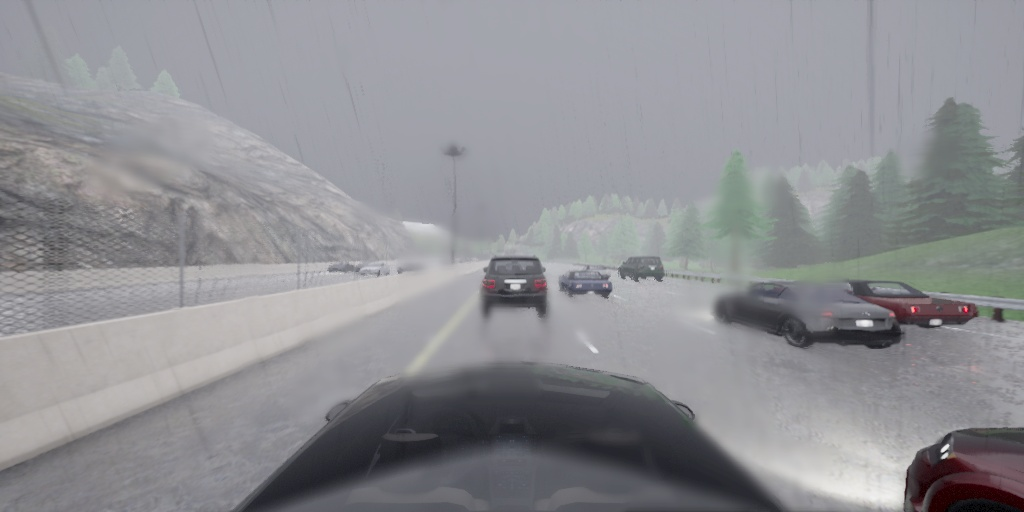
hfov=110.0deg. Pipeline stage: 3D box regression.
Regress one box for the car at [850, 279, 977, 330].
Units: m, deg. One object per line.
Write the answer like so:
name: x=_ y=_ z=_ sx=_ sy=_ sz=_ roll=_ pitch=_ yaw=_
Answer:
car: x=10.600 y=1.372 z=11.190 sx=1.895 sy=1.301 sz=4.718 roll=0 pitch=0 yaw=0

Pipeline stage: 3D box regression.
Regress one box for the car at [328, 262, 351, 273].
car: x=-21.075 y=1.410 z=44.627 sx=1.994 sy=1.385 sz=4.181 roll=0 pitch=0 yaw=0

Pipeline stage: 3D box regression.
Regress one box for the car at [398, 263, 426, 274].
car: x=-10.593 y=1.432 z=38.192 sx=1.895 sy=1.301 sz=4.718 roll=0 pitch=0 yaw=0

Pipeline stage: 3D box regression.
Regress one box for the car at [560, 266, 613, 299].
car: x=3.601 y=1.388 z=18.378 sx=1.895 sy=1.301 sz=4.718 roll=0 pitch=0 yaw=0

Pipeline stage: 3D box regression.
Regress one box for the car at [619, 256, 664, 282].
car: x=10.600 y=1.034 z=29.704 sx=2.150 sy=2.045 sz=5.566 roll=0 pitch=0 yaw=0

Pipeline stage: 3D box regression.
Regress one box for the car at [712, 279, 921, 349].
car: x=7.101 y=1.331 z=9.231 sx=1.994 sy=1.385 sz=4.181 roll=0 pitch=0 yaw=0

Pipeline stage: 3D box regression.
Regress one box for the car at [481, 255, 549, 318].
car: x=0.101 y=0.998 z=13.256 sx=2.150 sy=2.045 sz=5.566 roll=0 pitch=0 yaw=0

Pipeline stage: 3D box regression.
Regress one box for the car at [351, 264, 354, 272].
car: x=-17.578 y=1.323 z=44.464 sx=1.882 sy=1.535 sz=5.008 roll=0 pitch=0 yaw=0

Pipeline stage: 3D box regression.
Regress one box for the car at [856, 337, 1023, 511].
car: x=3.601 y=1.311 z=0.602 sx=1.994 sy=1.385 sz=4.181 roll=0 pitch=0 yaw=0

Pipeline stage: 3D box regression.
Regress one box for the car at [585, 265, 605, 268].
car: x=7.101 y=1.417 z=31.320 sx=1.895 sy=1.301 sz=4.718 roll=0 pitch=0 yaw=0

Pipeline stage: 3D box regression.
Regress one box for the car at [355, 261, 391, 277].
car: x=-14.091 y=1.355 z=37.259 sx=1.812 sy=1.442 sz=4.674 roll=0 pitch=0 yaw=0
